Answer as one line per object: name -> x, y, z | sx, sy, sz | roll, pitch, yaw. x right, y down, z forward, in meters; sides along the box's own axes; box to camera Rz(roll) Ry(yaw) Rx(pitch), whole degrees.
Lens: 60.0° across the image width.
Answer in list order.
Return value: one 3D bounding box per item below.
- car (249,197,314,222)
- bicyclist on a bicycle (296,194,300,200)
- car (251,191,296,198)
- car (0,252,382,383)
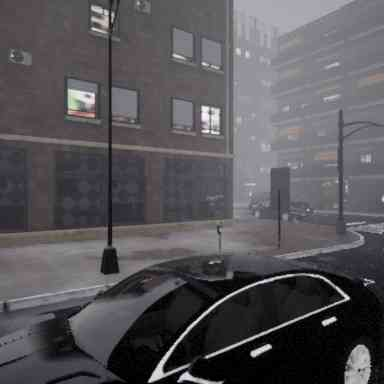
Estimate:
car -> 6.227, 1.334, 24.159 | 2.008, 1.369, 4.403 | 1, 0, -36
bicyclist on a bicycle -> 11.485, 0.999, 36.175 | 1.656, 1.620, 0.582 | 0, 1, -36
car -> 7.135, 0.979, 27.300 | 2.150, 2.045, 5.566 | 0, 1, -36
car -> 0.106, 1.504, 3.452 | 4.892, 1.490, 1.837 | 0, 0, -35
